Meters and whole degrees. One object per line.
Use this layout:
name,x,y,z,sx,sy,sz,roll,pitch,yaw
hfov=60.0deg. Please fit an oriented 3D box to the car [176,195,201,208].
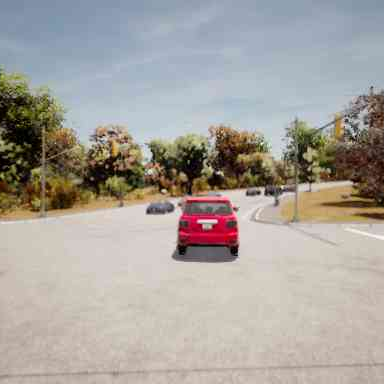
car,-0.410,1.160,43.648,1.812,1.442,4.674,0,2,18

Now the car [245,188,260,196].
car,11.503,-0.060,61.937,2.128,1.511,4.902,0,4,31

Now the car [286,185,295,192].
car,20.486,-0.808,69.747,1.812,1.442,4.674,0,4,35

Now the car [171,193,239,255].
car,0.705,1.211,13.461,2.150,2.045,5.566,0,0,4

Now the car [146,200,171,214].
car,-3.183,1.467,34.027,1.994,1.385,4.181,0,1,14

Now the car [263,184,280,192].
car,16.848,-0.785,70.629,1.812,1.442,4.674,0,4,35

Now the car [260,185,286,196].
car,14.866,-0.368,60.782,2.150,2.045,5.566,0,4,31
